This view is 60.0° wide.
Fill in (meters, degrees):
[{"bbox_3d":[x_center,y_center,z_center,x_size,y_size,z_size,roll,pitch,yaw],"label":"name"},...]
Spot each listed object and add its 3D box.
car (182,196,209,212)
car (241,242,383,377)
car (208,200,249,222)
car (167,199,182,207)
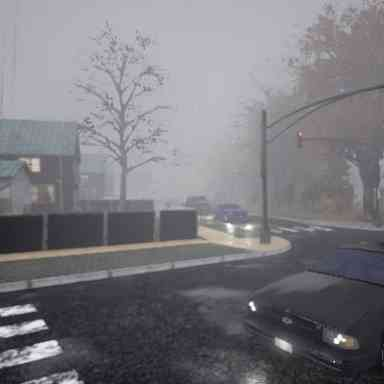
[{"bbox_3d":[0.730,1.459,39.580,2.150,2.045,5.566,-1,0,-14],"label":"car"},{"bbox_3d":[3.381,1.647,5.864,5.357,1.411,2.033,1,-1,-35],"label":"car"},{"bbox_3d":[3.321,1.707,29.276,1.882,1.535,5.008,-1,0,-14],"label":"car"},{"bbox_3d":[-2.831,1.797,53.882,2.033,1.411,5.357,-1,0,-14],"label":"car"}]
